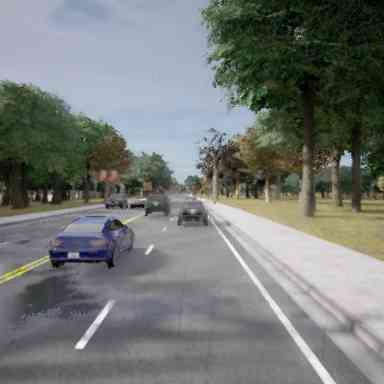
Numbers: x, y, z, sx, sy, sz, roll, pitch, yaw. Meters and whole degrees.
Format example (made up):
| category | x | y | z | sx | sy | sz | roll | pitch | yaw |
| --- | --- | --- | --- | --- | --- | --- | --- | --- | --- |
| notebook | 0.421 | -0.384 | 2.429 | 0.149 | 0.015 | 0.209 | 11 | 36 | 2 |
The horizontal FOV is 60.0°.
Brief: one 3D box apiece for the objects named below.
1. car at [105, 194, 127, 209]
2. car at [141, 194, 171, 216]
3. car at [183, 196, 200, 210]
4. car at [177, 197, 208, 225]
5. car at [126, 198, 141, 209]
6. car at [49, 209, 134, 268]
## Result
| category | x | y | z | sx | sy | sz | roll | pitch | yaw |
| --- | --- | --- | --- | --- | --- | --- | --- | --- | --- |
| car | -10.037 | 1.259 | 44.768 | 2.150 | 2.045 | 5.566 | 0 | 0 | 0 |
| car | -3.270 | 1.235 | 32.516 | 2.150 | 2.045 | 5.566 | 0 | 0 | -1 |
| car | -0.105 | 1.387 | 43.301 | 2.097 | 1.767 | 4.553 | 0 | 0 | 0 |
| car | 0.035 | 1.355 | 24.213 | 2.097 | 1.767 | 4.553 | 0 | 0 | 0 |
| car | -6.774 | 1.634 | 42.912 | 1.895 | 1.301 | 4.718 | 0 | 0 | 0 |
| car | -3.166 | 1.524 | 11.184 | 1.812 | 1.442 | 4.674 | 0 | 0 | 0 |
